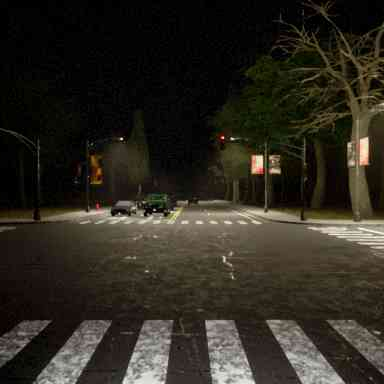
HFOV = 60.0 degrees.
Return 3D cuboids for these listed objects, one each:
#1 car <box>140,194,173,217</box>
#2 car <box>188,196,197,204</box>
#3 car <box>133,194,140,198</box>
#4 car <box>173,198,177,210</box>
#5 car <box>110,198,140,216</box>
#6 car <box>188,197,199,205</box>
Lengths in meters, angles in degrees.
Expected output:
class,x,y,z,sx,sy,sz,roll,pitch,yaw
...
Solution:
class,x,y,z,sx,sy,sz,roll,pitch,yaw
car,-3.289,1.240,32.085,2.150,2.045,5.566,0,0,0
car,0.190,1.740,72.598,1.882,1.535,5.008,0,0,0
car,-6.513,1.281,44.316,2.150,2.045,5.566,0,-1,0
car,-3.262,1.608,41.496,1.994,1.385,4.181,0,0,1
car,-6.538,1.567,32.631,2.033,1.411,5.357,0,0,0
car,0.221,1.673,62.231,2.128,1.511,4.902,0,0,0
